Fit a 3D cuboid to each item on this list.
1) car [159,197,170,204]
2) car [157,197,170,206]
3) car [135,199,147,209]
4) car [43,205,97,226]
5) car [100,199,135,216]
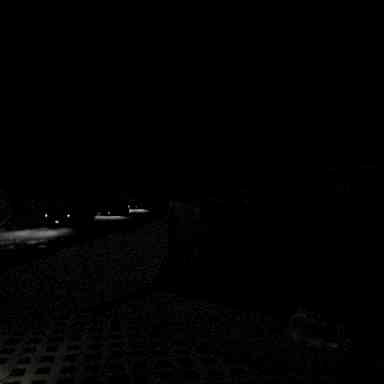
[{"bbox_3d":[-5.671,1.730,68.213,2.033,1.411,5.357,0,0,-5],"label":"car"},{"bbox_3d":[-4.858,1.695,56.435,1.994,1.385,4.181,0,0,-2],"label":"car"},{"bbox_3d":[-7.467,1.674,46.588,1.895,1.301,4.718,0,0,0],"label":"car"},{"bbox_3d":[-8.289,1.577,23.008,1.895,1.301,4.718,0,0,4],"label":"car"},{"bbox_3d":[-7.657,1.568,33.738,2.033,1.411,5.357,0,0,2],"label":"car"}]
